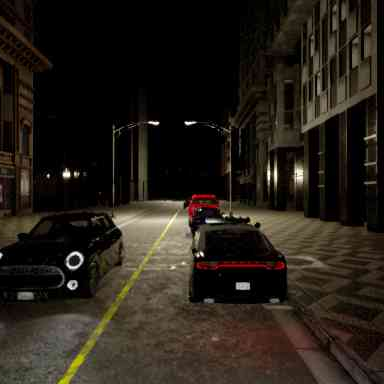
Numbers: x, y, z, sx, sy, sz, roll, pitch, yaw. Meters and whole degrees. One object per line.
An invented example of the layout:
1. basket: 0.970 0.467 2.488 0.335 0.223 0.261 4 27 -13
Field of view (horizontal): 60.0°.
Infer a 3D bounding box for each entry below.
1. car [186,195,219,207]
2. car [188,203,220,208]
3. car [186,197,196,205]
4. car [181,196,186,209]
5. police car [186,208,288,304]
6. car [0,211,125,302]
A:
1. car: 0.832 1.243 24.279 2.150 2.045 5.566 0 0 0
2. car: 0.849 1.537 18.248 1.812 1.442 4.674 0 0 0
3. car: -0.175 1.702 61.822 1.895 1.301 4.718 0 0 0
4. car: -0.099 1.412 46.054 2.097 1.767 4.553 0 0 0
5. police car: 0.877 1.429 8.357 1.930 1.638 5.238 0 0 0
6. car: -3.123 1.355 8.472 2.097 1.767 4.553 0 0 0
